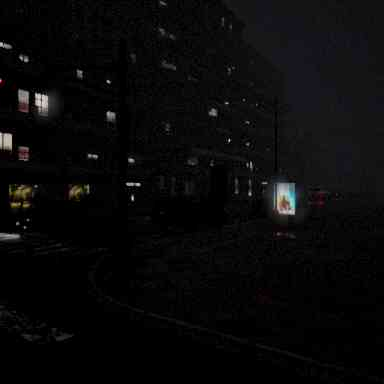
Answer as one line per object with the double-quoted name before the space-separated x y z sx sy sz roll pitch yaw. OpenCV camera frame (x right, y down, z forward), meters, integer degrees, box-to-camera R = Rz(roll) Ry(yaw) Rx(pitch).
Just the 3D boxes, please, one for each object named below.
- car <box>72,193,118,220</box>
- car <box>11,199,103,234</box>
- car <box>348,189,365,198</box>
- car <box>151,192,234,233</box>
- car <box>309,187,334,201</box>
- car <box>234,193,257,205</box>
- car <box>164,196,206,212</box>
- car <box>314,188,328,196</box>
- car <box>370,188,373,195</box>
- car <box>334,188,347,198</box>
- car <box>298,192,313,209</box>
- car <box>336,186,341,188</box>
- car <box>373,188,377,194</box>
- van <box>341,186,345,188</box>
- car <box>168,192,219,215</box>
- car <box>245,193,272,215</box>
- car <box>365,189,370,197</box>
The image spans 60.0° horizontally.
"car" -6.955 1.009 22.444 2.192 1.841 5.009 1 2 35
"car" -7.297 1.336 17.853 1.994 1.385 4.181 0 1 39
"car" 28.621 0.308 58.547 1.887 1.381 4.507 1 2 35
"car" -0.062 1.025 17.680 2.192 1.841 5.009 1 2 35
"car" 18.906 0.232 49.245 2.150 2.045 5.566 0 1 35
"car" 5.789 0.828 40.607 2.008 1.369 4.403 2 2 35
"car" -0.584 1.069 31.529 1.802 1.307 4.206 2 2 35
"car" 28.094 -0.025 72.377 1.967 1.590 4.097 2 2 35
"car" 34.995 0.095 67.627 1.887 1.381 4.507 1 2 35
"car" 25.090 0.405 58.053 1.895 1.301 4.718 0 1 35
"car" 9.498 0.964 31.307 1.947 1.339 4.313 1 2 35
"car" 34.467 -0.240 81.456 1.967 1.590 4.097 2 2 35
"car" 38.183 -0.012 72.167 1.887 1.381 4.507 1 2 35
"van" 37.654 -0.447 85.992 1.690 1.788 3.998 2 2 35
"car" 0.201 0.887 28.160 2.097 1.767 4.553 0 1 35
"car" 6.311 1.069 26.766 1.947 1.339 4.313 1 2 35
"car" 31.809 0.097 63.084 1.967 1.590 4.097 1 2 35
